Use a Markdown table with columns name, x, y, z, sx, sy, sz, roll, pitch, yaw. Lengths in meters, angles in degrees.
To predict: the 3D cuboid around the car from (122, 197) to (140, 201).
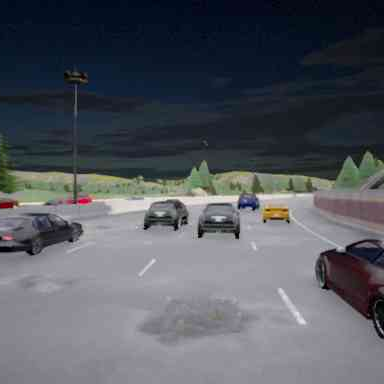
| name | x | y | z | sx | sy | sz | roll | pitch | yaw |
| --- | --- | --- | --- | --- | --- | --- | --- | --- | --- |
| car | -8.825 | 1.434 | 49.553 | 2.128 | 1.511 | 4.902 | 0 | 0 | 20 |

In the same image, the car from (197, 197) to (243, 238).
| name | x | y | z | sx | sy | sz | roll | pitch | yaw |
| --- | --- | --- | --- | --- | --- | --- | --- | --- | --- |
| car | 1.545 | 1.345 | 18.006 | 2.097 | 1.767 | 4.553 | 0 | 0 | 7 |

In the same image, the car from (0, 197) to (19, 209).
| name | x | y | z | sx | sy | sz | roll | pitch | yaw |
| --- | --- | --- | --- | --- | --- | --- | --- | --- | --- |
| car | -22.858 | 1.385 | 39.413 | 1.882 | 1.535 | 5.008 | 0 | 0 | 15 |

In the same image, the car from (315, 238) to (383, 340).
| name | x | y | z | sx | sy | sz | roll | pitch | yaw |
| --- | --- | --- | --- | --- | --- | --- | --- | --- | --- |
| car | 3.902 | 1.571 | 6.399 | 1.994 | 1.385 | 4.181 | 0 | 0 | 3 |

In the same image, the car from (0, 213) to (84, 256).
| name | x | y | z | sx | sy | sz | roll | pitch | yaw |
| --- | --- | --- | --- | --- | --- | --- | --- | --- | --- |
| car | -6.159 | 1.521 | 13.026 | 2.033 | 1.411 | 5.357 | 0 | 0 | 6 |

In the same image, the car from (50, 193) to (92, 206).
| name | x | y | z | sx | sy | sz | roll | pitch | yaw |
| --- | --- | --- | --- | --- | --- | --- | --- | --- | --- |
| car | -14.893 | 1.151 | 42.183 | 2.150 | 2.045 | 5.566 | 0 | 0 | 16 |

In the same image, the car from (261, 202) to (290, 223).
| name | x | y | z | sx | sy | sz | roll | pitch | yaw |
| --- | --- | --- | --- | --- | --- | --- | --- | --- | --- |
| car | 6.480 | 1.480 | 25.940 | 1.882 | 1.535 | 5.008 | 0 | 0 | 11 |

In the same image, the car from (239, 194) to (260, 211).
| name | x | y | z | sx | sy | sz | roll | pitch | yaw |
| --- | --- | --- | --- | --- | --- | --- | --- | --- | --- |
| car | 7.119 | 1.215 | 41.669 | 2.150 | 2.045 | 5.566 | 0 | 0 | 18 |

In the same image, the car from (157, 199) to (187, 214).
| name | x | y | z | sx | sy | sz | roll | pitch | yaw |
| --- | --- | --- | --- | --- | --- | --- | --- | --- | --- |
| car | -2.014 | 1.497 | 35.483 | 1.812 | 1.442 | 4.674 | 0 | 0 | 15 |

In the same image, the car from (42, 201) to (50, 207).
| name | x | y | z | sx | sy | sz | roll | pitch | yaw |
| --- | --- | --- | --- | --- | --- | --- | --- | --- | --- |
| car | -17.862 | 1.483 | 44.319 | 1.994 | 1.385 | 4.181 | 0 | 0 | 17 |

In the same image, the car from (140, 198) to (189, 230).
| name | x | y | z | sx | sy | sz | roll | pitch | yaw |
| --- | --- | --- | --- | --- | --- | --- | --- | --- | --- |
| car | -1.502 | 1.334 | 21.131 | 2.097 | 1.767 | 4.553 | 0 | 0 | 9 |
